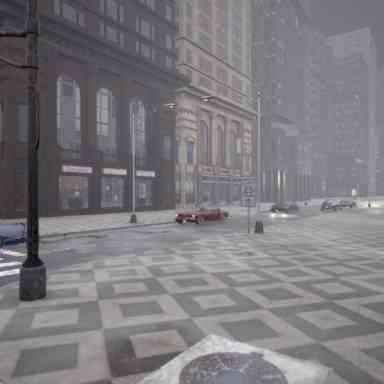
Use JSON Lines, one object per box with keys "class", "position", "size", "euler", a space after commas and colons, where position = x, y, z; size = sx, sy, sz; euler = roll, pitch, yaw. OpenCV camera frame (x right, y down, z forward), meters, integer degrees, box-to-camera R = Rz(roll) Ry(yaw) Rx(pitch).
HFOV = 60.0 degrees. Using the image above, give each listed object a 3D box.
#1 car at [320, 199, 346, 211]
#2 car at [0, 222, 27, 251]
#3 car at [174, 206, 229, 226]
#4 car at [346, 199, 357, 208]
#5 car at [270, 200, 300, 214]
{"class": "car", "position": [17.832, 1.655, 42.523], "size": [1.812, 1.442, 4.674], "euler": [0, 0, 36]}
{"class": "car", "position": [-8.837, 1.566, 11.947], "size": [5.357, 1.411, 2.033], "euler": [0, 0, -43]}
{"class": "car", "position": [0.770, 1.667, 24.185], "size": [1.895, 1.301, 4.718], "euler": [0, 0, 36]}
{"class": "car", "position": [23.736, 1.702, 50.766], "size": [2.033, 1.411, 5.357], "euler": [0, 0, 36]}
{"class": "car", "position": [10.752, 1.662, 38.076], "size": [2.033, 1.411, 5.357], "euler": [0, 0, 36]}
